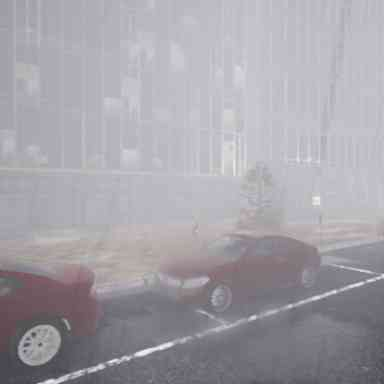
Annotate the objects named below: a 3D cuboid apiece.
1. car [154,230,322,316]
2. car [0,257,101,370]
[{"bbox_3d":[1.196,1.553,7.409,4.206,1.307,1.802,0,0,-35],"label":"car"},{"bbox_3d":[-3.440,1.548,4.104,4.507,1.381,1.887,0,0,-35],"label":"car"}]
